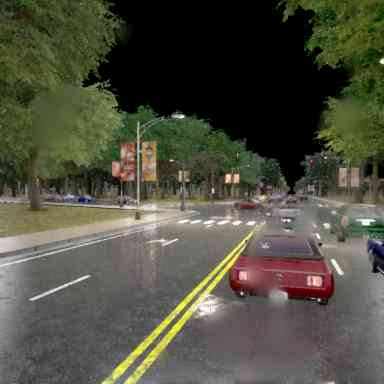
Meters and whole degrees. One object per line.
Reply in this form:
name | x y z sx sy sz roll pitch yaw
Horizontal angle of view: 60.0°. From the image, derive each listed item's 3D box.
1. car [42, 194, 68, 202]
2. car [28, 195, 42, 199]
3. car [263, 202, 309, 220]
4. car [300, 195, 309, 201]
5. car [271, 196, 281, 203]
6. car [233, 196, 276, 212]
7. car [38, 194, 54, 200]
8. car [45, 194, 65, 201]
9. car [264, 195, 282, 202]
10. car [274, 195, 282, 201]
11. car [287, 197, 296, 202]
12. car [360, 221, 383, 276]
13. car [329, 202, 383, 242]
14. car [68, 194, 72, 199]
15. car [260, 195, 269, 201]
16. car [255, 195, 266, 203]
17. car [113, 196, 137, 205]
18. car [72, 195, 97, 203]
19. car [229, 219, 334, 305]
car | -28.514 1.287 69.230 4.902 1.511 2.128 0 0 40
car | -39.304 1.295 82.508 4.718 1.301 1.895 0 0 40
car | 4.873 1.505 17.057 1.837 1.490 4.892 0 0 17
car | 30.400 1.519 89.918 1.837 1.490 4.892 0 0 17
car | 18.267 1.603 72.422 1.895 1.301 4.718 0 0 17
car | 7.099 1.515 39.266 4.674 1.442 1.812 0 0 40
car | -37.337 1.223 85.100 4.674 1.442 1.812 0 0 40
car | -31.320 1.262 75.820 4.902 1.511 2.128 0 0 40
car | 15.228 1.553 62.609 2.033 1.411 5.357 0 0 18
car | 21.292 1.488 82.341 1.882 1.535 5.008 0 0 17
car | 20.766 1.605 69.363 1.895 1.301 4.718 0 0 17
car | 5.432 1.601 7.585 1.895 1.301 4.718 0 0 16
car | 8.010 1.352 16.197 2.097 1.767 4.553 0 0 17
car | -29.463 1.259 78.504 4.674 1.442 1.812 0 0 40
car | 18.069 1.534 82.912 1.812 1.442 4.674 0 0 17
car | 15.073 1.486 73.094 1.882 1.535 5.008 0 0 17
car | -10.803 1.362 54.270 4.902 1.511 2.128 0 0 40
car | -19.655 1.292 61.737 5.008 1.535 1.882 1 1 40
car | 2.222 1.601 8.185 1.895 1.301 4.718 0 0 17
